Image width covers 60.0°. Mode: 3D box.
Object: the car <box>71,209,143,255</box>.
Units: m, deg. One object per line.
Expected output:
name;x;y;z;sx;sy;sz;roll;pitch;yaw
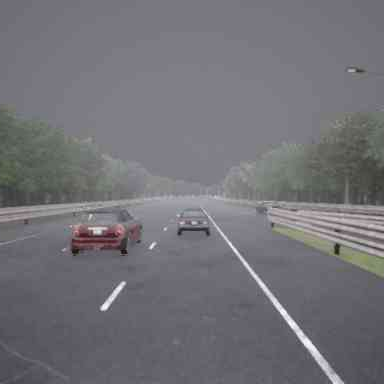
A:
car;-3.400;1.484;14.098;2.097;1.767;4.553;0;-1;0

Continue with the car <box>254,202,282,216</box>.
car;8.772;1.931;38.561;1.837;1.490;4.892;0;-1;-11

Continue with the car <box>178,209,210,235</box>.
car;0.102;1.737;20.294;2.033;1.411;5.357;0;-1;0
